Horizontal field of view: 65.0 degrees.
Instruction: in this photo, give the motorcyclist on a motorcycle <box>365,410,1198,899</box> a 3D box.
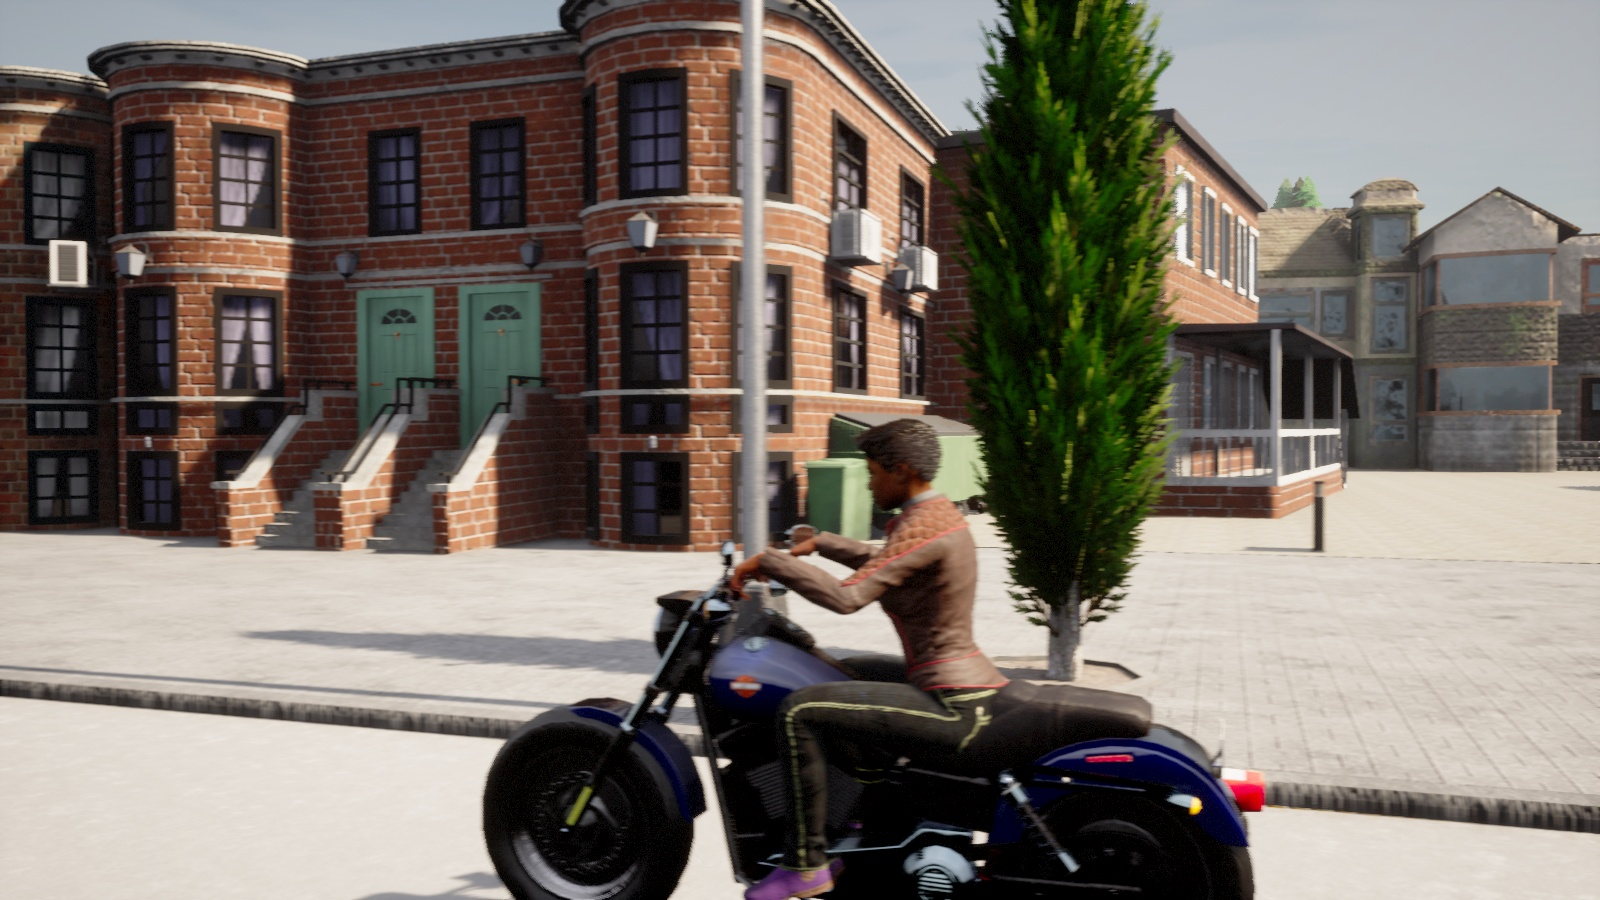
[{"bbox_3d":[-0.059,0.717,3.738,2.350,1.649,0.766,0,1,19],"label":"motorcyclist on a motorcycle"}]
